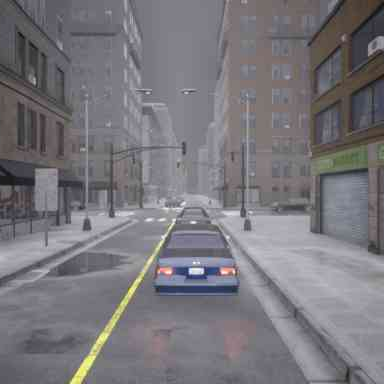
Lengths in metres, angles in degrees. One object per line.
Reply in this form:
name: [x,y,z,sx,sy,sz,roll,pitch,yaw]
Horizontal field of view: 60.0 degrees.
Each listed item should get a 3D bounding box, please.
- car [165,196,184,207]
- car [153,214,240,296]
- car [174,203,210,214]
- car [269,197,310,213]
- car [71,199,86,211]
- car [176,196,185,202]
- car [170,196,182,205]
car: [-2.810,1.351,49.838,2.097,1.767,4.553,0,0,1]
car: [0.094,1.547,8.807,2.033,1.411,5.357,0,0,0]
car: [0.086,1.563,19.353,1.994,1.385,4.181,0,0,1]
car: [10.886,1.353,36.679,4.553,1.767,2.097,0,0,0]
car: [-14.697,1.539,39.283,4.313,1.339,1.947,0,0,0]
car: [-2.654,1.599,78.884,1.895,1.301,4.718,0,0,0]
car: [-2.758,1.526,58.567,1.812,1.442,4.674,0,0,0]
